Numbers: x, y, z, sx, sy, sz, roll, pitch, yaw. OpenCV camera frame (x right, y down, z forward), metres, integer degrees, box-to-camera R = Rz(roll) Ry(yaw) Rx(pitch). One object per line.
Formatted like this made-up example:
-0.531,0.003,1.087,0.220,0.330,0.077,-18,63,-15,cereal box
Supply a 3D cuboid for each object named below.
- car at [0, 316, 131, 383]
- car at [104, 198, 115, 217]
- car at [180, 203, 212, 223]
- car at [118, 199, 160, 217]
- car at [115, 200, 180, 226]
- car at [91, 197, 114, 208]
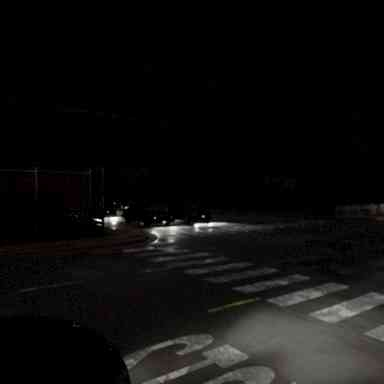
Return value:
-2.714,1.494,1.811,4.902,1.511,2.128,0,0,-35,car
-8.686,1.600,31.514,1.994,1.385,4.181,0,0,-35,car
-0.330,1.593,25.786,1.994,1.385,4.181,0,0,-35,car
-5.345,1.521,32.843,2.128,1.511,4.902,0,0,-35,car
-3.346,1.583,23.990,2.033,1.411,5.357,0,0,-35,car
-13.759,1.548,50.970,1.812,1.442,4.674,0,0,-37,car
